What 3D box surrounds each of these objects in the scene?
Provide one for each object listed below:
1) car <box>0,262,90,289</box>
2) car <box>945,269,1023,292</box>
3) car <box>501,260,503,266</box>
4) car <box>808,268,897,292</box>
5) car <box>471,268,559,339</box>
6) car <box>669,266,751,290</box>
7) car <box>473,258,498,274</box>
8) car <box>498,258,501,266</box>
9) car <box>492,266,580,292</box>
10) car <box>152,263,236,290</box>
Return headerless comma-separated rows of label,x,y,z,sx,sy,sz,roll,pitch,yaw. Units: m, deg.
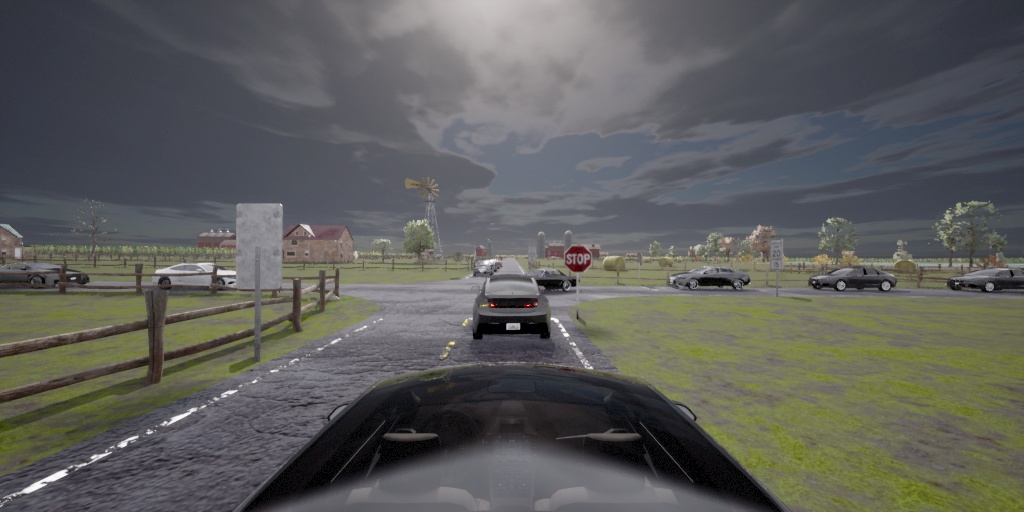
car,-26.364,1.048,19.888,4.181,1.385,1.994,1,-1,-1
car,31.702,1.587,23.622,4.892,1.490,1.837,1,-1,-1
car,-2.823,1.240,55.729,2.128,1.511,4.902,0,0,0
car,22.199,1.499,23.501,4.892,1.490,1.837,1,-1,-1
car,-0.074,1.256,10.054,1.837,1.490,4.892,0,0,-2
car,12.797,1.397,23.329,4.902,1.511,2.128,1,-1,-2
car,-2.861,1.243,36.741,2.128,1.511,4.902,0,0,0
car,-2.854,1.241,46.187,2.128,1.511,4.902,0,0,0
car,1.499,1.369,20.100,4.718,1.301,1.895,1,0,-35
car,-17.244,1.103,20.010,4.674,1.442,1.812,1,-1,-1
